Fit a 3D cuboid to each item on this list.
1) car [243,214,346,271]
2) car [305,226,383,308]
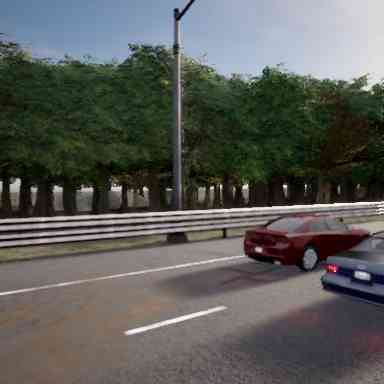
[{"bbox_3d":[3.907,1.455,10.854,5.008,1.535,1.882,-1,0,-35],"label":"car"},{"bbox_3d":[5.095,1.531,7.406,5.357,1.411,2.033,0,0,-35],"label":"car"}]
